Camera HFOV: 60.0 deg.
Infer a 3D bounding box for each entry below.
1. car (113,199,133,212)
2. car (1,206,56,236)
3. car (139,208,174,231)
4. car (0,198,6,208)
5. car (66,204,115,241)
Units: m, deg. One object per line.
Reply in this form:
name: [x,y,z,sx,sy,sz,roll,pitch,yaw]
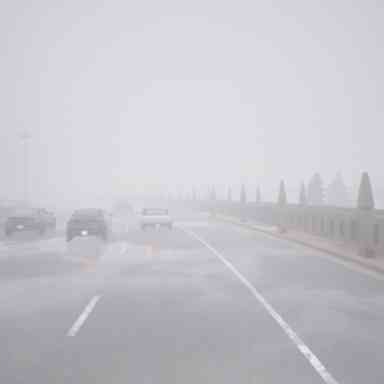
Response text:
car: [-8.470,1.636,40.445,1.837,1.490,4.892,0,0,-22]
car: [-9.122,1.606,19.086,1.812,1.442,4.674,0,0,-11]
car: [-2.435,1.664,21.423,1.895,1.301,4.718,0,0,-12]
car: [-26.883,1.560,45.864,2.097,1.767,4.553,0,0,-30]
car: [-5.204,1.567,17.182,1.837,1.490,4.892,0,0,-10]
